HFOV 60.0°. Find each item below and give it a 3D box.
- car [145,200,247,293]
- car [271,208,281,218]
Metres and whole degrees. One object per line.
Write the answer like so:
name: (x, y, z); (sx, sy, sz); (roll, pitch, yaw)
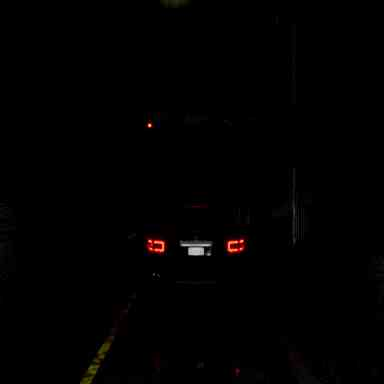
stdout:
car: (0.080, 1.222, 9.021); (2.150, 2.045, 5.566); (0, 0, 0)
car: (9.049, 1.588, 27.643); (4.718, 1.301, 1.895); (0, 0, -10)
